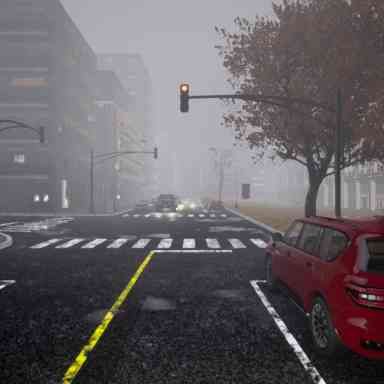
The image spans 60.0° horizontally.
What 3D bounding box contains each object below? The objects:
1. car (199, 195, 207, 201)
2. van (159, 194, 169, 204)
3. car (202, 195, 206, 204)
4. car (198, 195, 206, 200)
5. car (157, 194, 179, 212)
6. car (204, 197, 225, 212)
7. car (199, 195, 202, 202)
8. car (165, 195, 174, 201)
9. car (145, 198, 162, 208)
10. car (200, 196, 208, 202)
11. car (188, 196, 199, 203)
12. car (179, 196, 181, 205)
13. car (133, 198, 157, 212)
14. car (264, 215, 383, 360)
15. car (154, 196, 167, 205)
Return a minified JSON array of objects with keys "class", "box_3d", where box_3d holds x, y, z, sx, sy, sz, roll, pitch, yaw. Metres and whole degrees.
[{"class":"car","box_3d":[2.819,1.619,88.111,1.887,1.381,4.507,0,0,0]},{"class":"van","box_3d":[-5.594,1.382,65.993,1.690,1.788,3.998,0,0,0]},{"class":"car","box_3d":[2.762,1.547,49.552,1.752,1.417,4.829,0,0,0]},{"class":"car","box_3d":[2.827,1.635,93.643,2.008,1.369,4.403,0,0,0]},{"class":"car","box_3d":[-3.033,1.234,40.075,2.150,2.045,5.566,0,0,0]},{"class":"car","box_3d":[2.746,1.556,38.316,1.887,1.381,4.507,0,0,0]},{"class":"car","box_3d":[2.787,1.623,65.979,1.802,1.307,4.206,0,0,0]},{"class":"car","box_3d":[-5.570,1.505,82.591,1.967,1.590,4.097,0,0,0]},{"class":"car","box_3d":[-5.618,1.572,49.395,2.008,1.369,4.403,0,0,0]},{"class":"car","box_3d":[2.803,1.582,77.215,1.752,1.417,4.829,0,0,0]},{"class":"car","box_3d":[0.155,1.575,72.349,1.812,1.442,4.674,0,0,0]},{"class":"car","box_3d":[-3.011,1.527,50.093,1.837,1.490,4.892,0,0,0]},{"class":"car","box_3d":[-5.634,1.562,38.329,2.008,1.369,4.403,0,0,0]},{"class":"car","box_3d":[2.700,1.315,5.928,2.192,1.841,5.009,0,0,0]},{"class":"car","box_3d":[-5.602,1.474,60.460,1.967,1.590,4.097,0,0,0]}]
